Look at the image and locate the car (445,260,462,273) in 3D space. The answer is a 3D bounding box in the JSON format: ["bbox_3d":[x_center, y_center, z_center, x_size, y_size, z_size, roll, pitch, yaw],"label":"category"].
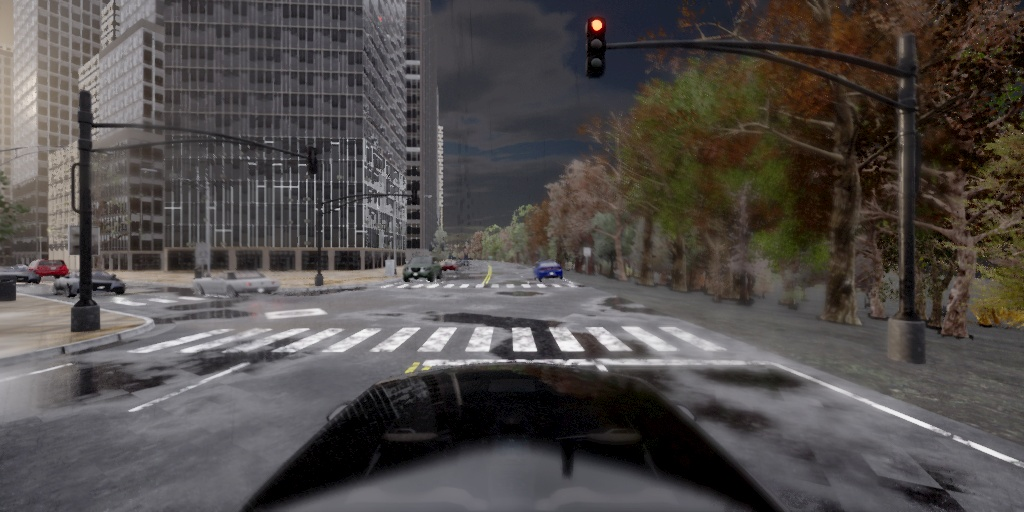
[{"bbox_3d":[-7.683,1.365,44.673,1.895,1.301,4.718,0,0,-3],"label":"car"}]

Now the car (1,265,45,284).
[{"bbox_3d":[-39.885,1.631,28.786,4.181,1.385,1.994,0,0,29],"label":"car"}]

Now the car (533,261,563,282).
[{"bbox_3d":[2.865,1.169,29.264,1.882,1.535,5.008,-5,0,-2],"label":"car"}]

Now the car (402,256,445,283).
[{"bbox_3d":[-7.056,0.978,28.691,2.150,2.045,5.566,0,0,-2],"label":"car"}]

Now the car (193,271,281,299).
[{"bbox_3d":[-14.634,1.464,18.976,4.718,1.301,1.895,0,0,24],"label":"car"}]

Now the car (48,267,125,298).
[{"bbox_3d":[-23.392,1.488,19.834,4.181,1.385,1.994,0,0,29],"label":"car"}]

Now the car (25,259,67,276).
[{"bbox_3d":[-47.035,1.366,36.224,5.566,2.045,2.150,-1,0,29],"label":"car"}]
